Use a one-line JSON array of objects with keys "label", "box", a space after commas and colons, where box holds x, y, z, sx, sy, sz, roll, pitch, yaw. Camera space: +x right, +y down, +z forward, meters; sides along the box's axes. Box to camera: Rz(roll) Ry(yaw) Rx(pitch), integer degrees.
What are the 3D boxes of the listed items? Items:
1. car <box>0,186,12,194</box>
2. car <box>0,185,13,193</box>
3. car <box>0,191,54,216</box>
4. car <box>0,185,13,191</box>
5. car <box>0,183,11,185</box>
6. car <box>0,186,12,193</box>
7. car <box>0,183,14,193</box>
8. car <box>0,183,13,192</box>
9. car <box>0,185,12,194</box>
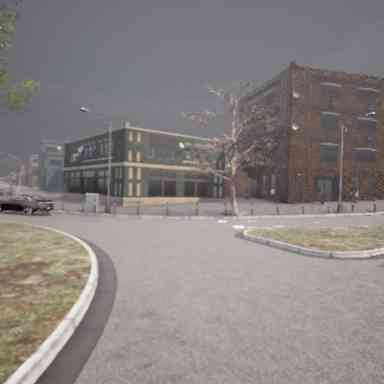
[{"label": "car", "box": [-39.579, -0.461, 67.909, 5.008, 1.535, 2.097, 1, 1, -29]}, {"label": "car", "box": [-43.443, -0.735, 75.154, 5.366, 1.575, 1.946, 1, 1, -29]}, {"label": "car", "box": [-13.050, 0.937, 25.670, 4.902, 1.511, 2.128, 2, 0, 17]}, {"label": "car", "box": [-31.414, 0.080, 53.370, 4.792, 1.488, 2.163, 1, 1, -29]}, {"label": "car", "box": [-34.024, -0.225, 58.131, 4.553, 1.767, 2.185, 1, 1, -29]}, {"label": "car", "box": [-40.872, -0.548, 70.226, 4.892, 1.521, 2.231, 1, 1, -29]}, {"label": "car", "box": [-42.206, -0.893, 72.652, 5.566, 2.045, 2.435, 1, 1, -29]}, {"label": "car", "box": [-45.045, -1.083, 77.573, 5.566, 2.045, 2.435, 1, 1, -29]}, {"label": "car", "box": [-38.118, -0.488, 65.396, 4.553, 1.767, 2.185, 1, 1, -29]}]
